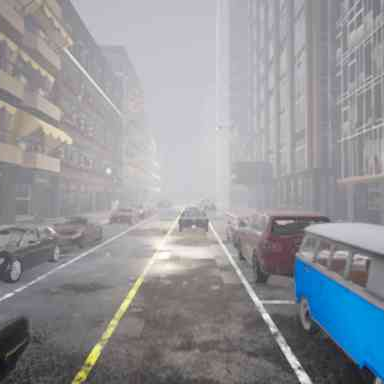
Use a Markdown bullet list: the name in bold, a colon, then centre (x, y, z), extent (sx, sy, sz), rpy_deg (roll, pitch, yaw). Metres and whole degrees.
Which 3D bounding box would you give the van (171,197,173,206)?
- **van**: centre (-5.291, 2.072, 65.192), extent (1.690, 1.788, 3.998), rpy_deg (0, -1, 0)

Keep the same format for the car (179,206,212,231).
- **car**: centre (0.105, 1.837, 22.428), extent (1.895, 1.301, 4.718), rpy_deg (0, -1, 0)

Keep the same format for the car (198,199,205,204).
- **car**: centre (2.595, 2.612, 93.042), extent (1.752, 1.417, 4.829), rpy_deg (0, -1, 0)

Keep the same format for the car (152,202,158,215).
- **car**: centre (-5.299, 1.947, 37.513), extent (1.887, 1.381, 4.507), rpy_deg (0, -1, 0)

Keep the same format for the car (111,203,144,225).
- **car**: centre (-5.302, 1.824, 26.441), extent (1.887, 1.381, 4.507), rpy_deg (1, -1, 0)

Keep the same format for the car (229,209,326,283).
- **car**: centre (2.576, 1.419, 9.843), extent (2.192, 1.841, 5.009), rpy_deg (1, -1, 0)

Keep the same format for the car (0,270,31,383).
- **car**: centre (-2.851, 1.620, 1.735), extent (1.895, 1.301, 4.718), rpy_deg (0, -1, 0)

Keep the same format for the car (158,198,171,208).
- **car**: centre (-5.293, 2.103, 59.655), extent (1.967, 1.590, 4.097), rpy_deg (0, -1, 0)

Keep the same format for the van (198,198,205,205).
- **van**: centre (2.595, 2.352, 87.338), extent (1.690, 1.788, 3.998), rpy_deg (0, -1, 0)

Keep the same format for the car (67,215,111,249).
- **car**: centre (-5.305, 1.743, 15.369), extent (1.802, 1.307, 4.206), rpy_deg (1, -1, 0)

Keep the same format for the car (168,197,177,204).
- **car**: centre (-5.283, 2.398, 92.870), extent (2.192, 1.841, 5.009), rpy_deg (0, -1, 0)

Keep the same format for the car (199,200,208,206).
- **car**: centre (2.591, 2.450, 76.266), extent (1.802, 1.307, 4.206), rpy_deg (0, -1, 0)

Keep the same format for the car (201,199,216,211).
- **car**: centre (2.583, 2.097, 48.588), extent (1.947, 1.339, 4.313), rpy_deg (0, -1, 0)

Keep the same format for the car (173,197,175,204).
- **car**: centre (-5.289, 2.114, 70.728), extent (2.192, 1.841, 5.009), rpy_deg (0, -1, 0)

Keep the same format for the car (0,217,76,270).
- **car**: centre (-5.307, 1.653, 9.833), extent (2.008, 1.369, 4.403), rpy_deg (1, -1, 0)

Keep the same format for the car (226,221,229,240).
- **car**: centre (2.575, 1.744, 15.376), extent (1.802, 1.307, 4.206), rpy_deg (0, -1, 0)

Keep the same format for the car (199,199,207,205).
- **car**: centre (2.592, 2.466, 81.972), extent (1.752, 1.417, 4.829), rpy_deg (0, -1, 0)

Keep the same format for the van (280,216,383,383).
- **van**: centre (2.574, 1.387, 4.307), extent (1.690, 1.788, 3.998), rpy_deg (1, -1, 0)

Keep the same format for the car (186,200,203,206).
- **car**: centre (0.110, 2.049, 41.494), extent (1.895, 1.301, 4.718), rpy_deg (0, -1, 0)

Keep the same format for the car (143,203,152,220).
- **car**: centre (-5.299, 1.780, 31.977), extent (1.967, 1.590, 4.097), rpy_deg (1, -1, 0)

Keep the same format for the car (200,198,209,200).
- **car**: centre (2.585, 2.125, 54.294), extent (1.752, 1.417, 4.829), rpy_deg (0, -1, 0)
